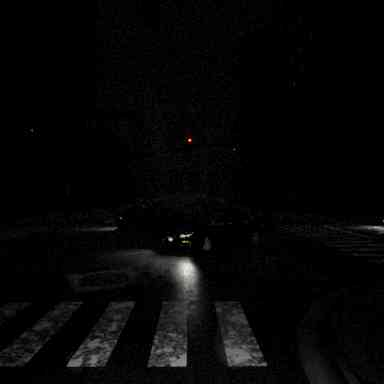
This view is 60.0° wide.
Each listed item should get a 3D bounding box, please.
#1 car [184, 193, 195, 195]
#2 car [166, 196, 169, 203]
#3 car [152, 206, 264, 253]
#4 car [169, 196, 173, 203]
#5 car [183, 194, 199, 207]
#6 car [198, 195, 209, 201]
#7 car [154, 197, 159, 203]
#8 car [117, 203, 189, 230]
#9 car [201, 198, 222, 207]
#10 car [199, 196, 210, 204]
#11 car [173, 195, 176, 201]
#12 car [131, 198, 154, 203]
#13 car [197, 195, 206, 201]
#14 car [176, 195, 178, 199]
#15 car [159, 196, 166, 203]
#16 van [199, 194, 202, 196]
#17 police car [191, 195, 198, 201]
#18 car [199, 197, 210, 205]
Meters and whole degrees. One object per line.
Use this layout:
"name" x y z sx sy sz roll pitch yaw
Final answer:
"car" -0.227 1.475 73.387 2.097 1.767 4.553 0 0 0
"car" -5.642 1.631 58.149 2.008 1.369 4.403 0 0 0
"car" 1.003 1.497 13.798 4.892 1.490 1.837 0 -3 -42
"car" -5.625 1.548 69.171 1.967 1.590 4.097 0 0 0
"car" -0.163 1.549 54.368 1.882 1.535 5.008 0 0 0
"car" 2.374 1.634 52.626 1.947 1.339 4.313 0 0 0
"car" -5.668 1.487 41.617 1.967 1.590 4.097 0 0 0
"car" -2.432 1.578 20.550 4.181 1.385 1.994 0 0 0
"car" 2.348 1.604 36.093 1.947 1.339 4.313 0 0 0
"car" 2.365 1.639 47.116 1.802 1.307 4.206 0 0 0
"car" -5.608 1.690 80.192 2.008 1.369 4.403 0 0 0
"car" -5.677 1.478 36.106 1.967 1.590 4.097 0 0 0
"car" 2.426 1.595 85.691 1.967 1.590 4.097 0 0 0
"car" -5.590 1.716 91.214 1.887 1.381 4.507 0 0 0
"car" -5.651 1.650 52.638 1.802 1.307 4.206 0 0 0
"van" 2.382 1.421 58.137 1.690 1.788 3.998 0 0 0
"police car" 0.621 1.594 90.174 1.930 1.638 5.238 0 0 0
"car" 2.391 1.644 63.647 2.008 1.369 4.403 0 0 0
